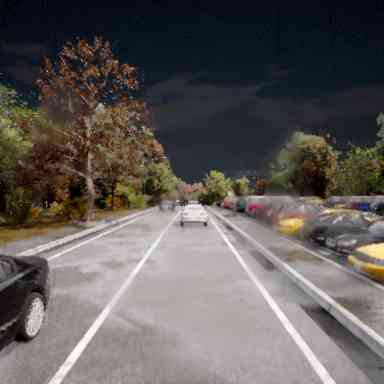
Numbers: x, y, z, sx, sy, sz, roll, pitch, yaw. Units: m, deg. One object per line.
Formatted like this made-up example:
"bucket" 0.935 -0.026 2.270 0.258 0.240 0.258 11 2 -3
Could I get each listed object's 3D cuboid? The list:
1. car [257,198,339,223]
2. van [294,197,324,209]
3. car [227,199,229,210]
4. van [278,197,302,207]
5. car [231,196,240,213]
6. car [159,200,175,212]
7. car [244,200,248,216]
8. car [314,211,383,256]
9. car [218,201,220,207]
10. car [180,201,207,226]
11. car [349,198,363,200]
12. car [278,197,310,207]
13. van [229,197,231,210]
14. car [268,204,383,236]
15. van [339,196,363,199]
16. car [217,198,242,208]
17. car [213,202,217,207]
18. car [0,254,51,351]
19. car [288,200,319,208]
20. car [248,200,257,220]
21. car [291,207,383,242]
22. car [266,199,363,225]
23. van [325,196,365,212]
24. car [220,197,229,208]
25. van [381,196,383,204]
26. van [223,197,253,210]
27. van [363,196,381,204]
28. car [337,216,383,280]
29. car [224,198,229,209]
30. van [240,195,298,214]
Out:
"car" 7.040 1.448 22.246 4.553 1.767 2.185 0 0 0
"van" 20.385 1.860 58.069 4.442 1.987 1.878 0 -1 0
"car" 7.137 1.804 41.657 4.674 1.452 2.002 0 -1 0
"van" 20.422 2.107 69.265 4.442 1.987 1.878 0 -2 0
"car" 7.136 1.364 33.351 5.566 2.045 2.435 0 0 0
"car" -3.265 1.837 44.306 2.128 1.511 4.902 0 -1 0
"car" 7.092 1.634 27.798 4.674 1.452 2.002 0 0 0
"car" 7.042 1.534 11.141 4.892 1.521 2.231 0 0 0
"car" 7.183 2.079 55.535 4.674 1.452 2.002 0 -1 0
"car" 0.131 1.629 24.344 1.812 1.442 4.674 0 0 0
"car" 20.201 1.648 35.908 5.008 1.535 2.097 0 -1 0
"car" 20.323 2.007 66.375 5.566 2.045 2.435 0 -2 0
"van" 7.009 1.483 38.887 4.442 1.987 1.878 0 -1 0
"car" 6.868 1.550 16.694 5.366 1.575 1.946 0 0 0
"van" 20.088 1.477 38.682 4.442 1.987 1.878 0 -1 0
"car" 7.239 2.080 63.861 4.553 1.767 2.185 0 -1 0
"car" 7.170 1.897 61.092 5.566 2.045 2.435 0 -1 0
"car" -3.348 1.487 3.671 1.882 1.535 5.008 0 0 0
"car" 20.271 2.142 60.835 4.892 1.521 2.231 0 -1 0
"car" 7.075 1.584 25.022 5.008 1.535 2.097 0 0 0
"car" 7.038 1.544 13.917 4.892 1.521 2.231 0 0 0
"car" 7.031 1.438 19.470 4.553 1.767 2.185 0 0 0
"van" 20.340 1.587 44.220 4.442 1.987 1.878 0 -1 0
"car" 7.167 1.929 49.985 5.008 1.535 2.097 0 -1 0
"van" 20.294 1.375 30.388 4.442 1.987 1.878 0 0 0
"van" 7.288 1.758 52.765 4.442 1.987 1.878 0 -1 0
"van" 20.071 1.386 33.292 4.442 1.987 1.878 0 -1 0
"car" 6.841 1.520 8.366 5.366 1.575 1.946 0 0 0
"car" 7.114 1.849 44.434 4.792 1.488 2.163 0 -1 0
"van" 6.982 1.379 30.575 4.442 1.987 1.878 0 0 0
